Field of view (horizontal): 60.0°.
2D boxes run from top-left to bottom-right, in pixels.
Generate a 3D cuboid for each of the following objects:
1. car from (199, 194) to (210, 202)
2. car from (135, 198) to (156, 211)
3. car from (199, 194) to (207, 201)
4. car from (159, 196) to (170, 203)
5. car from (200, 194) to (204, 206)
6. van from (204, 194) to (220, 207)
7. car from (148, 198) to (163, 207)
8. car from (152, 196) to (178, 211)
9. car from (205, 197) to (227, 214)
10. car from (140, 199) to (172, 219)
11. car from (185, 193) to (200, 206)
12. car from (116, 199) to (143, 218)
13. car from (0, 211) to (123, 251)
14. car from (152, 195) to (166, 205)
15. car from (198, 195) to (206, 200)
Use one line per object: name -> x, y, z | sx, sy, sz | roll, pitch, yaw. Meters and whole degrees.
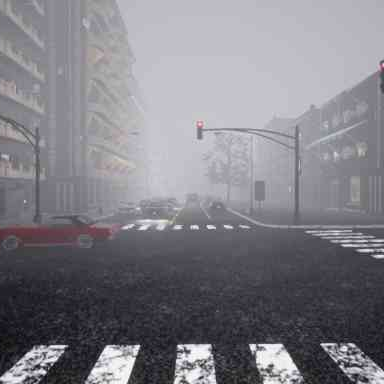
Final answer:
car -> 2.700, 1.280, 74.418 | 2.192, 1.841, 5.009 | 0, 0, 0
car -> -5.685, 1.531, 41.225 | 1.887, 1.381, 4.507 | 0, 0, 0
car -> 2.703, 1.396, 85.484 | 1.967, 1.590, 4.097 | 0, 0, 0
car -> -5.680, 1.552, 68.893 | 1.802, 1.307, 4.206 | 0, 0, 0
car -> 2.697, 1.420, 52.284 | 1.967, 1.590, 4.097 | 0, 0, 0
van -> 2.694, 1.327, 41.216 | 1.690, 1.788, 3.998 | 0, 0, 0
car -> -5.683, 1.562, 52.293 | 1.802, 1.307, 4.206 | 0, 0, 0
car -> -3.092, 1.535, 38.666 | 2.033, 1.411, 5.357 | 0, 0, 0
car -> 2.695, 1.555, 35.683 | 1.947, 1.339, 4.313 | 0, 0, 0
car -> -3.103, 1.556, 29.319 | 1.994, 1.385, 4.181 | 0, 0, -1
car -> 0.109, 1.196, 54.700 | 2.150, 2.045, 5.566 | 0, -1, 0
car -> -5.688, 1.543, 30.158 | 2.008, 1.369, 4.403 | 0, 0, 0
car -> -5.581, 1.652, 13.946 | 4.718, 1.301, 1.895 | -1, 1, -1
car -> -5.683, 1.417, 57.826 | 1.967, 1.590, 4.097 | 0, 0, 0
car -> 2.705, 1.496, 91.018 | 1.887, 1.381, 4.507 | 0, 0, 0
